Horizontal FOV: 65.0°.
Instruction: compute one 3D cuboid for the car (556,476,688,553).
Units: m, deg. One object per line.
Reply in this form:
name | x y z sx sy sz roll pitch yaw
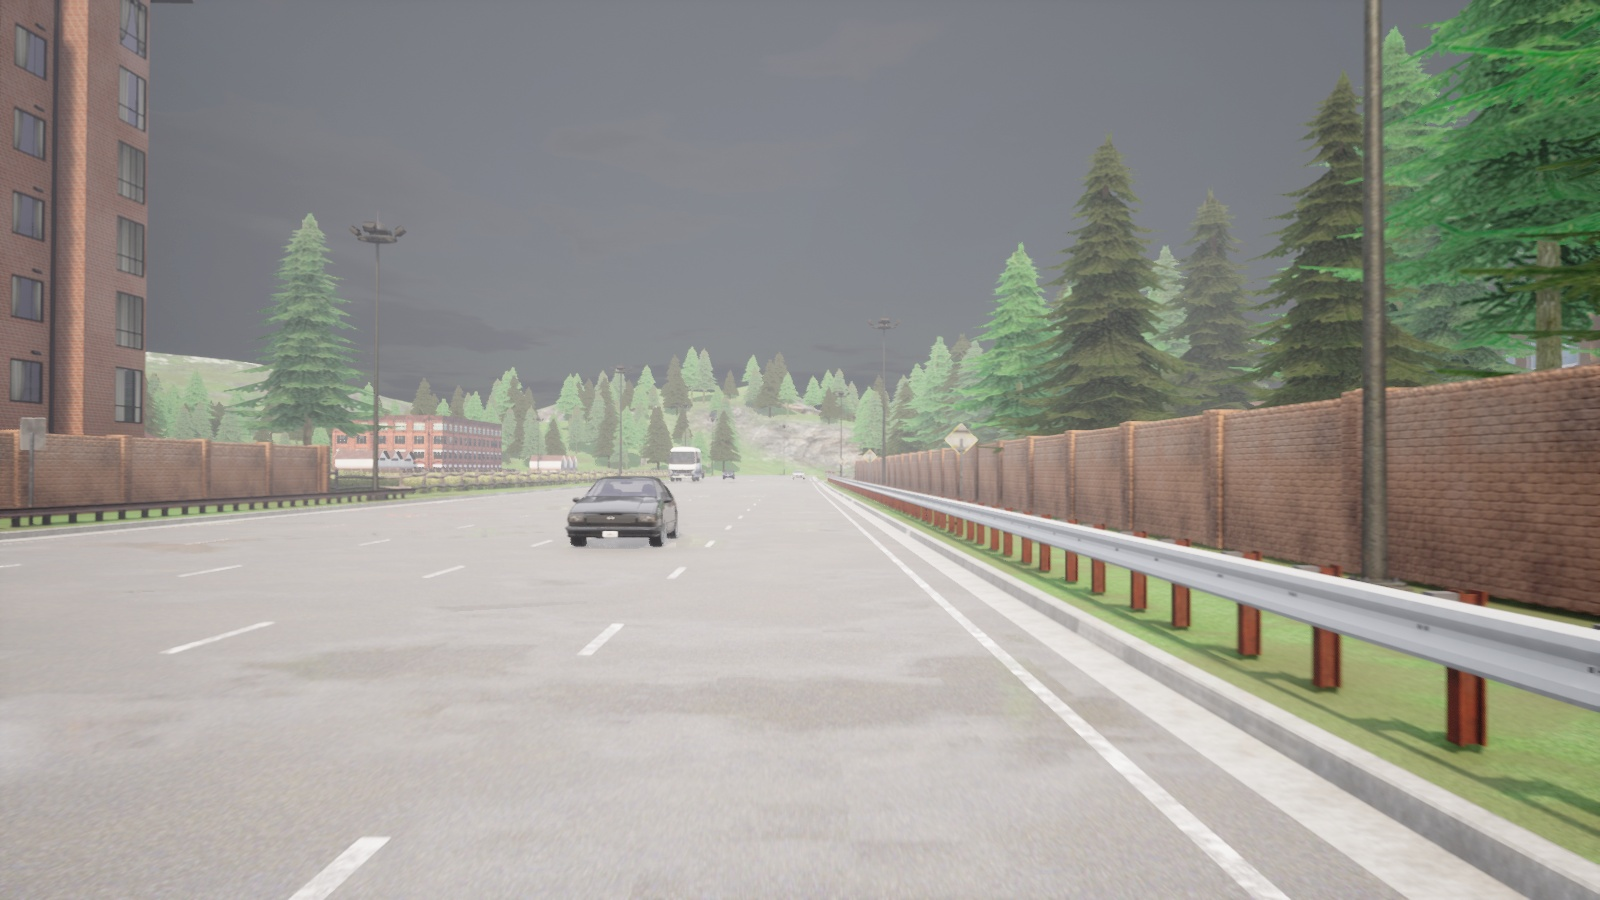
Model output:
car | -3.613 1.279 26.488 2.033 1.411 5.357 0 -1 0
